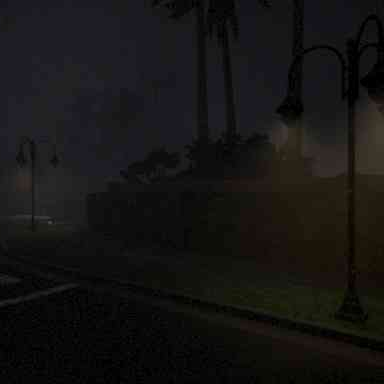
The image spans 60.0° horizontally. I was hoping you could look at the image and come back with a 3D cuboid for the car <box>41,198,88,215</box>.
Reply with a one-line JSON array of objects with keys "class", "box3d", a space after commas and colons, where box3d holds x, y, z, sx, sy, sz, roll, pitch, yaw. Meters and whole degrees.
[{"class": "car", "box3d": [-11.672, 1.330, 31.228, 1.837, 1.490, 4.892, 0, 0, 36]}]
